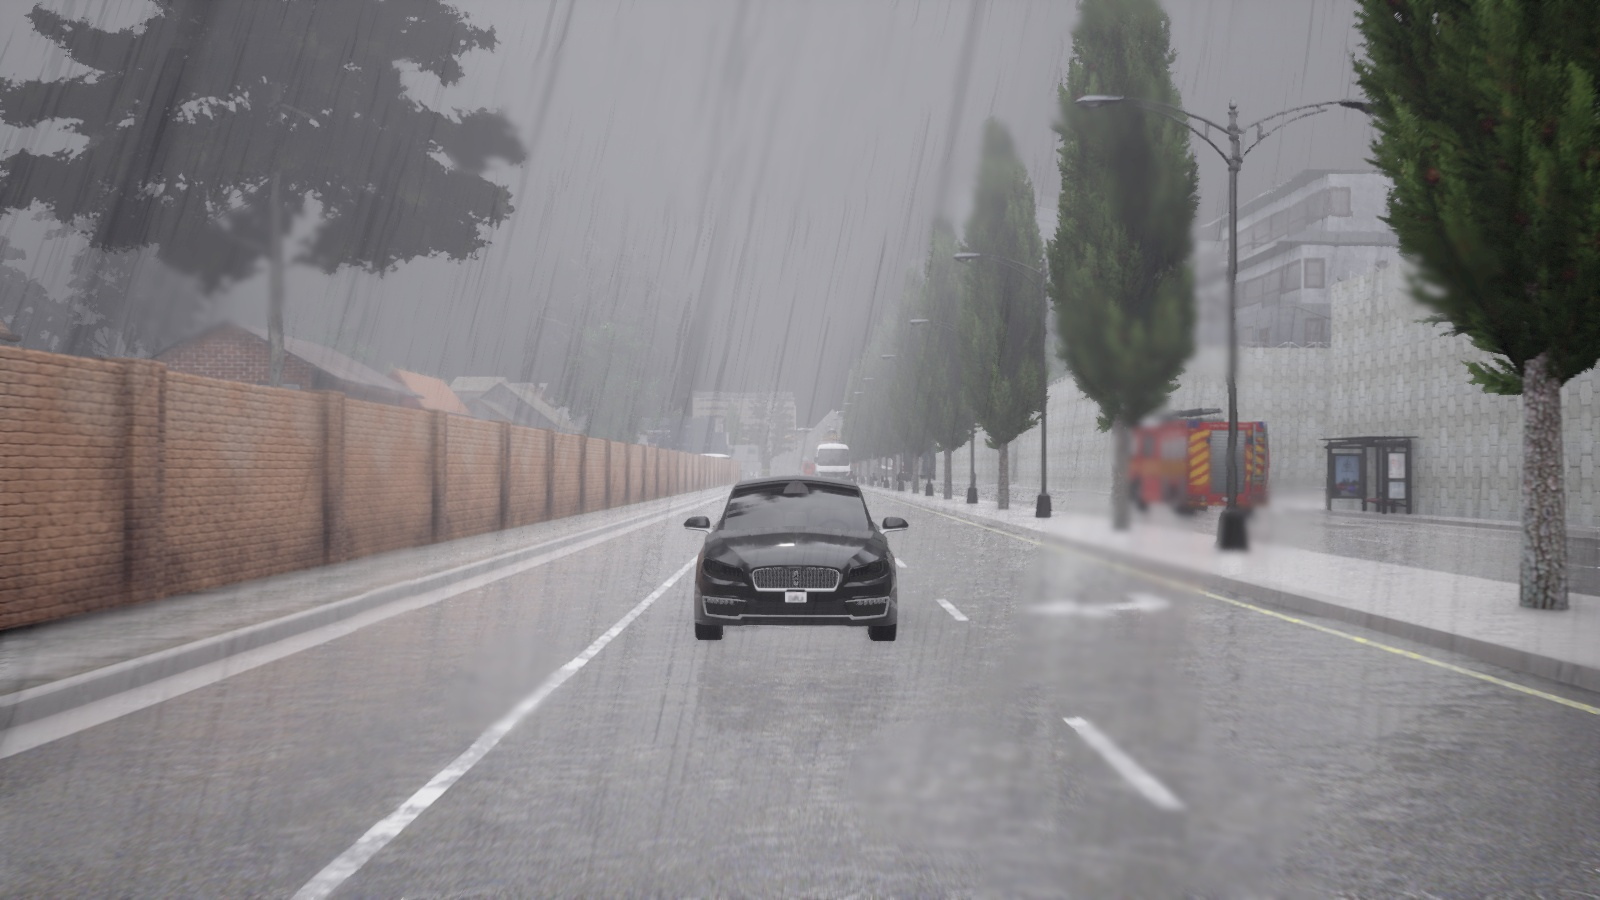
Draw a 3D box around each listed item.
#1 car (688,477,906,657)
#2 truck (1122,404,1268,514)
[{"bbox_3d":[-0.032,1.038,13.063,1.837,1.490,4.892,0,-1,0],"label":"car"},{"bbox_3d":[14.878,0.395,48.089,2.891,3.827,8.468,0,-1,0],"label":"truck"}]
